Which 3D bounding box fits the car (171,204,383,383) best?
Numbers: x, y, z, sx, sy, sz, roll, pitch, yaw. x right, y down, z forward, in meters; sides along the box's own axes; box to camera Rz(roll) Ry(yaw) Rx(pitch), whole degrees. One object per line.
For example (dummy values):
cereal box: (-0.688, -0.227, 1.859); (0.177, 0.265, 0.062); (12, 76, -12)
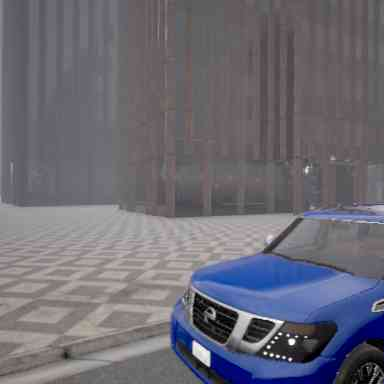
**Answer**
car: (2.478, 1.223, 4.642); (5.566, 2.045, 2.150); (0, 0, -30)
